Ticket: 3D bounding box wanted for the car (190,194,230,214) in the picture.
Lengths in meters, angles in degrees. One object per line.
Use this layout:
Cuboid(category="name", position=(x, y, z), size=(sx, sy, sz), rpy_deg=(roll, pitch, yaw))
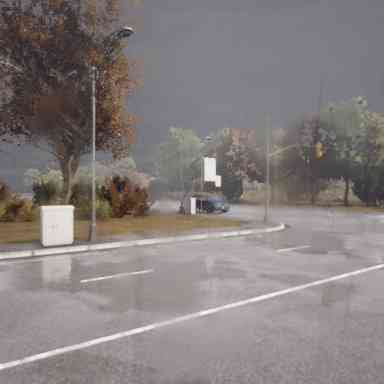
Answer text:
Cuboid(category="car", position=(1.684, 1.243, 35.806), size=(2.150, 2.045, 5.566), rpy_deg=(0, 0, -32))
